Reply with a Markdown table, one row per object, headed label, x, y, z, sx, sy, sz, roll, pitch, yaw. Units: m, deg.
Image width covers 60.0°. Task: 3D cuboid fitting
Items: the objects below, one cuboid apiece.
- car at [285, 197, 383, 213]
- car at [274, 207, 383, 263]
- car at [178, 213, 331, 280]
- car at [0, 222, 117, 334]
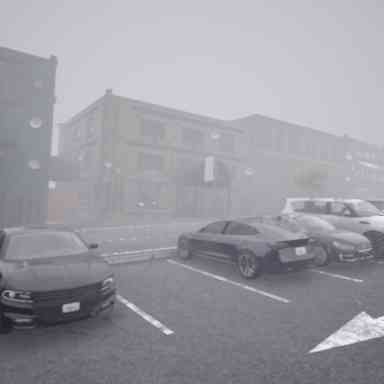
| label | x | y | z | sx | sy | sz | roll | pitch | yaw |
| --- | --- | --- | --- | --- | --- | --- | --- | --- | --- |
| car | 6.096 | 1.265 | 13.338 | 2.435 | 2.045 | 5.566 | 0 | 0 | -34 |
| car | 3.749 | 1.502 | 11.796 | 2.231 | 1.521 | 4.892 | 0 | 0 | -34 |
| car | 1.415 | 1.517 | 10.252 | 2.163 | 1.488 | 4.792 | 0 | 0 | -34 |
| car | -3.222 | 1.466 | 7.098 | 2.097 | 1.535 | 5.008 | 0 | 0 | -34 |
